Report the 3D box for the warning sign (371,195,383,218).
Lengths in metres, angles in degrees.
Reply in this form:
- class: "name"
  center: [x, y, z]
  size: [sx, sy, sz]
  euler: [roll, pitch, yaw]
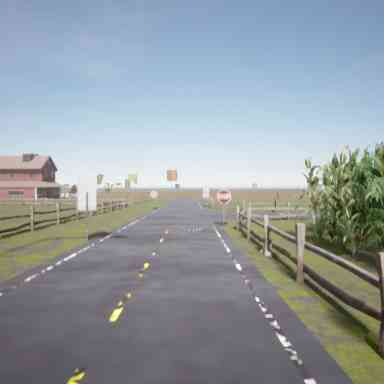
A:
- class: "warning sign"
  center: [15.867, 1.179, 27.821]
  size: [1.060, 1.860, 1.300]
  euler: [0, 1, 0]
